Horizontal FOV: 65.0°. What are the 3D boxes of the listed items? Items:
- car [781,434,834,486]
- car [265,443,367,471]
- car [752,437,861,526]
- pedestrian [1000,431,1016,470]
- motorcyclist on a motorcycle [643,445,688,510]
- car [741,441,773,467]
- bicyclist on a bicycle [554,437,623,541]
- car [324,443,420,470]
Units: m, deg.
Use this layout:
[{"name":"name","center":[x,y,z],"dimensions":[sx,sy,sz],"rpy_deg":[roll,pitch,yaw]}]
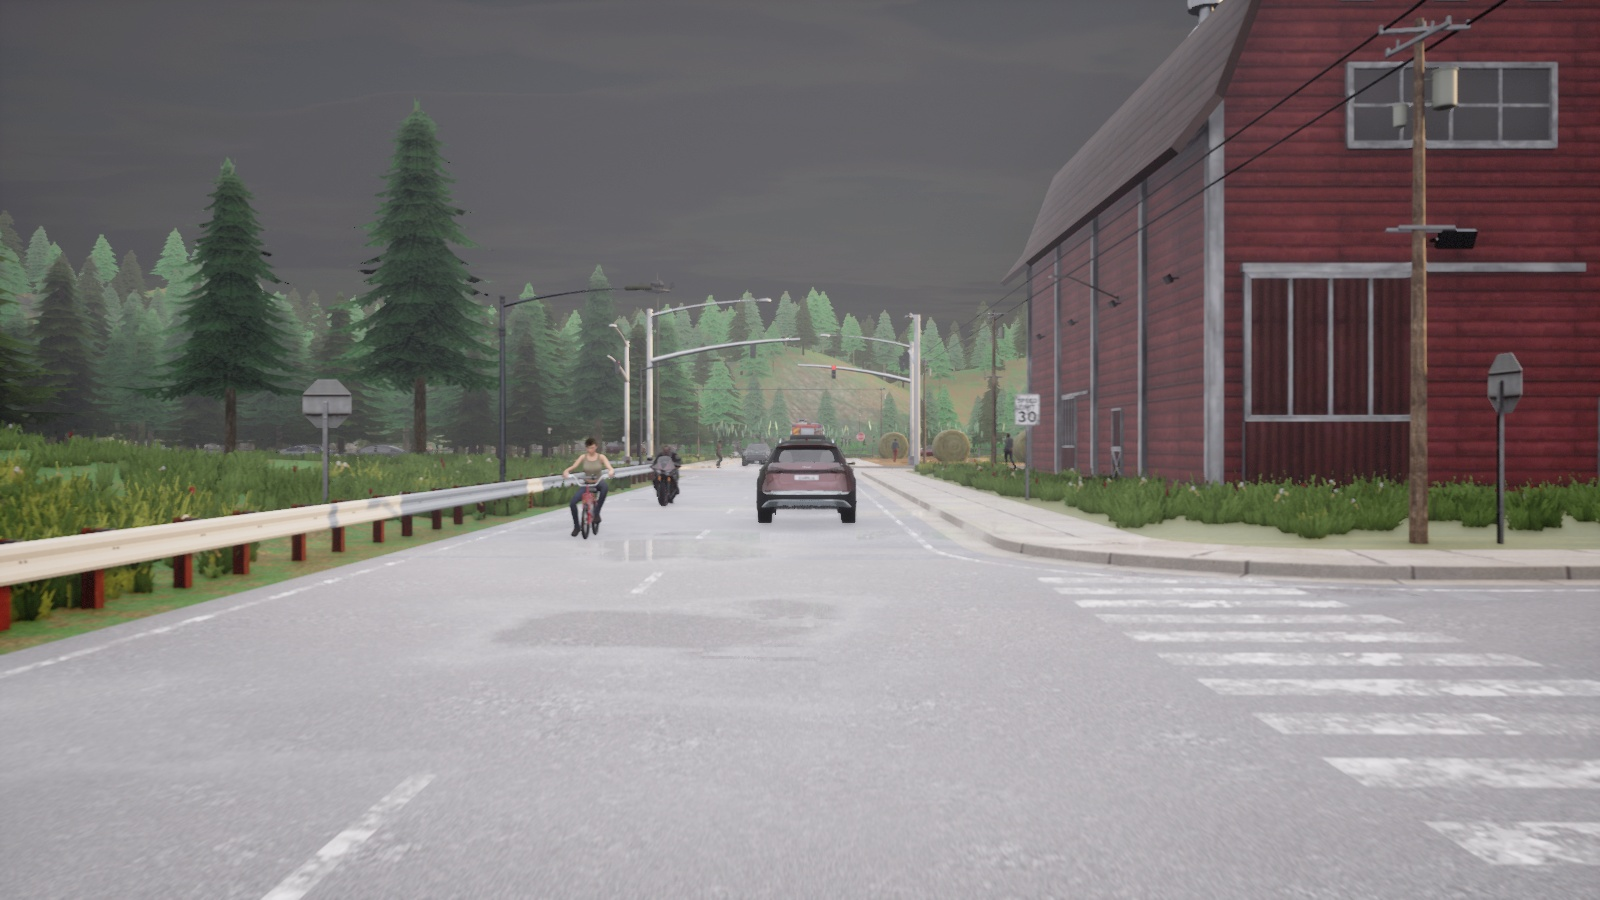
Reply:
[{"name":"car","center":[0.287,0.353,47.020],"dimensions":[1.905,1.878,3.866],"rpy_deg":[0,0,0]},{"name":"car","center":[-26.912,0.372,69.956],"dimensions":[4.902,1.511,2.128],"rpy_deg":[0,0,-1]},{"name":"car","center":[0.140,0.573,25.709],"dimensions":[2.033,1.649,4.856],"rpy_deg":[0,0,0]},{"name":"pedestrian","center":[10.498,0.012,63.285],"dimensions":[0.423,1.949,0.788],"rpy_deg":[0,0,-26]},{"name":"motorcyclist on a motorcycle","center":[-3.306,0.654,31.023],"dimensions":[0.866,1.530,2.191],"rpy_deg":[0,0,0]},{"name":"car","center":[-2.975,0.246,88.291],"dimensions":[2.097,1.767,4.553],"rpy_deg":[0,0,0]},{"name":"bicyclist on a bicycle","center":[-3.375,0.599,20.160],"dimensions":[0.866,1.612,1.509],"rpy_deg":[0,0,0]},{"name":"car","center":[-24.999,0.380,73.479],"dimensions":[5.008,1.535,1.882],"rpy_deg":[0,0,-1]}]
